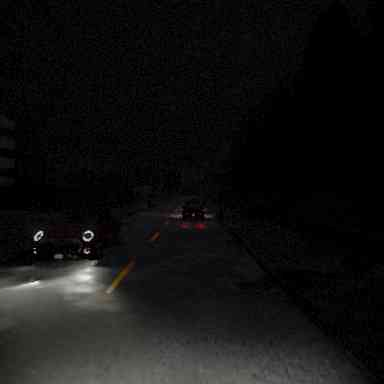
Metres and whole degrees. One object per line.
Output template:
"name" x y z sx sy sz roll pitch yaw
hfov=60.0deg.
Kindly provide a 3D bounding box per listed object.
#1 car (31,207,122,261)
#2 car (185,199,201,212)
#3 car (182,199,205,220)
"car" -4.087 1.397 12.455 2.097 1.767 4.553 0 0 0
"car" 0.114 1.660 41.898 1.837 1.490 4.892 0 0 0
"car" 0.107 1.631 28.788 1.812 1.442 4.674 0 0 0
